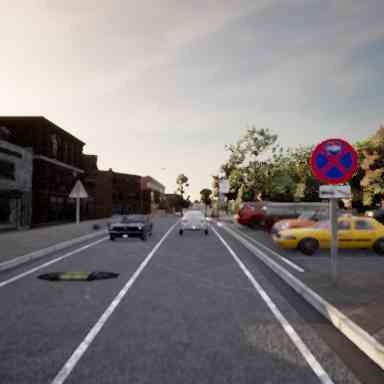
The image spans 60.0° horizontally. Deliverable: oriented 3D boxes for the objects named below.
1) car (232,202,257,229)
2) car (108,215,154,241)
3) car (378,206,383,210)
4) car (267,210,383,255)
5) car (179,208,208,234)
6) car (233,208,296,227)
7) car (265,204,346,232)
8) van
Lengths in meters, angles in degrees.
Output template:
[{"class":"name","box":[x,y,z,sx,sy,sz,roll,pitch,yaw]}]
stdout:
[{"class":"car","box":[6.282,1.817,26.016,5.566,2.045,2.435,0,-2,0]},{"class":"car","box":[-3.335,1.974,18.911,1.895,1.301,4.718,0,-2,0]},{"class":"car","box":[18.504,2.111,27.239,4.892,1.521,2.231,0,-2,-1]},{"class":"car","box":[6.137,1.701,13.866,5.366,1.575,1.946,0,-1,0]},{"class":"car","box":[0.114,2.029,22.889,1.812,1.442,4.674,0,-2,0]},{"class":"car","box":[6.230,2.179,28.922,5.008,1.535,2.097,0,-2,-1]},{"class":"car","box":[6.338,1.652,16.787,4.553,1.767,2.185,0,-1,0]},{"class":"van","box":[6.408,1.641,19.827,4.442,1.987,1.878,0,-2,0]}]
